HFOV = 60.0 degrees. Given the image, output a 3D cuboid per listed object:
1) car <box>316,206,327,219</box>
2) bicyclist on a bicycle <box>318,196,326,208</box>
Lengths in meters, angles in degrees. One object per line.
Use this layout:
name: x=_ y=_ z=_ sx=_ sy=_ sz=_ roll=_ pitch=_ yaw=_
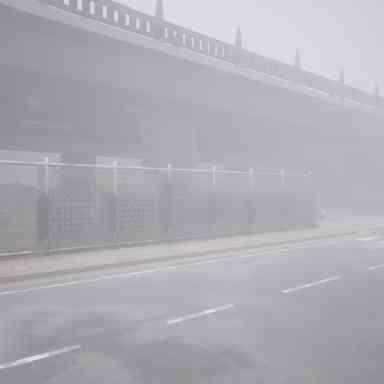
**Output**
car: x=9.102 y=1.491 z=28.521 sx=2.128 sy=1.511 sz=4.902 roll=0 pitch=0 yaw=-36
bicyclist on a bicycle: x=16.684 y=1.301 z=42.717 sx=1.656 sy=1.620 sz=0.582 roll=0 pitch=0 yaw=-36
